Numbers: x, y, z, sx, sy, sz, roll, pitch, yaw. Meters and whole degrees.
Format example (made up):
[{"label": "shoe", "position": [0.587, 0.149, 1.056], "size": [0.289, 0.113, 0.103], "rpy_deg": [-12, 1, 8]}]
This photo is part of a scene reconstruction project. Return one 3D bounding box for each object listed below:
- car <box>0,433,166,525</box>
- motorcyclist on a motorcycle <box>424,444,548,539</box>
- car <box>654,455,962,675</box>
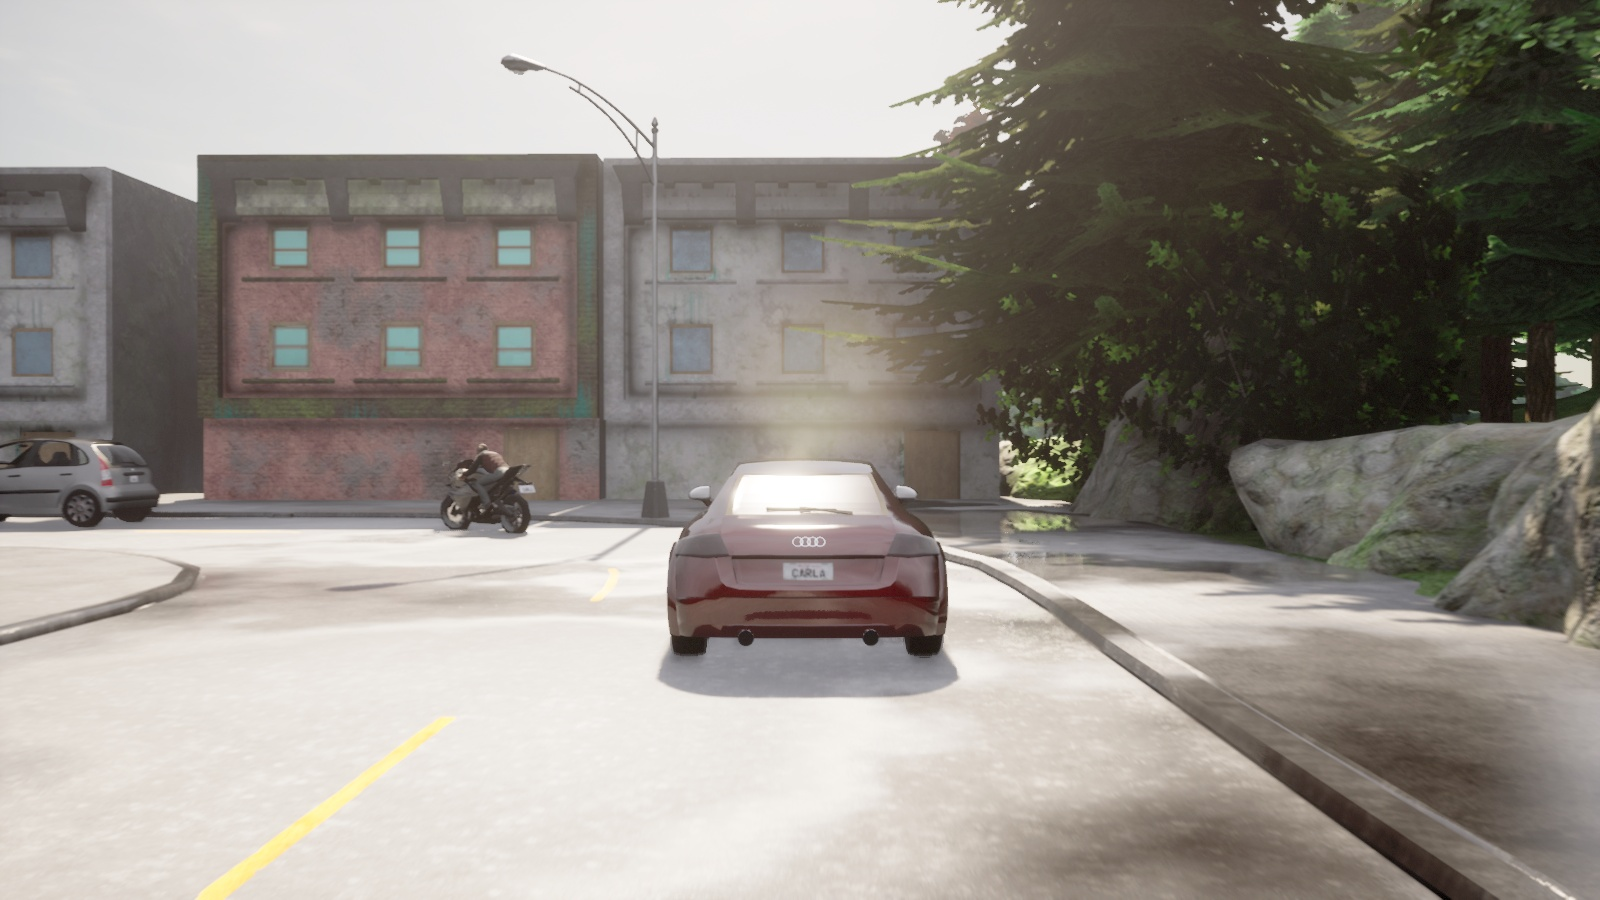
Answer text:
[{"label": "car", "position": [-14.120, 0.504, 23.102], "size": [3.988, 1.617, 1.851], "rpy_deg": [0, 0, 3]}, {"label": "motorcyclist on a motorcycle", "position": [-5.337, 0.660, 21.251], "size": [2.191, 1.530, 0.866], "rpy_deg": [0, 0, 38]}, {"label": "car", "position": [0.026, 0.753, 10.234], "size": [1.994, 1.385, 4.181], "rpy_deg": [0, 0, -1]}]
